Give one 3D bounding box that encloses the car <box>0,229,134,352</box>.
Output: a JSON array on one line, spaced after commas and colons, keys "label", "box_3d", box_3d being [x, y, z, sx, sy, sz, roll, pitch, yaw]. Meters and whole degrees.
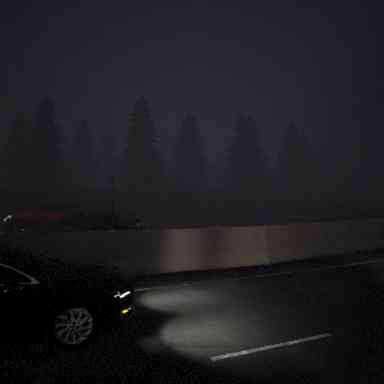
[{"label": "car", "box_3d": [-3.345, 1.505, 5.015, 4.892, 1.490, 1.837, 0, 0, -20]}]
